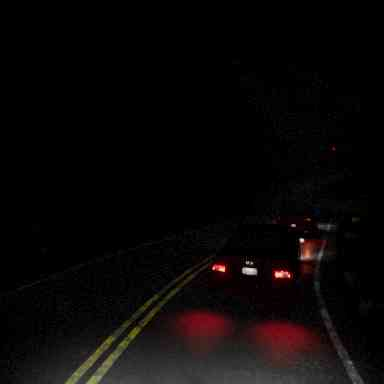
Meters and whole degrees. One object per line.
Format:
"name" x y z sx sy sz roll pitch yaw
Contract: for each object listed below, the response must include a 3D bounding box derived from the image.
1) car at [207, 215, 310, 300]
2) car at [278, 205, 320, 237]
"car" 1.867 1.546 8.660 2.033 1.411 5.357 2 0 18
"car" 5.945 1.480 18.508 1.882 1.535 5.008 2 1 23
